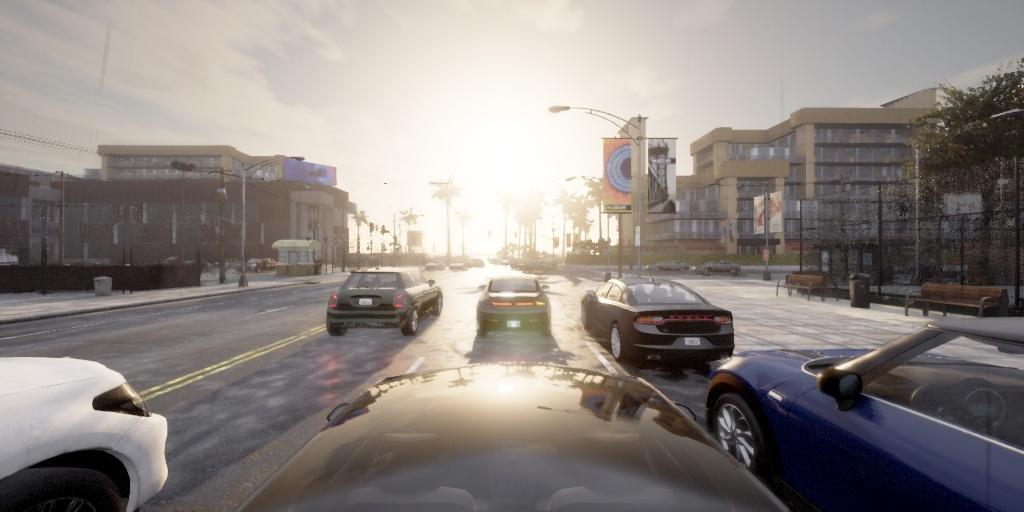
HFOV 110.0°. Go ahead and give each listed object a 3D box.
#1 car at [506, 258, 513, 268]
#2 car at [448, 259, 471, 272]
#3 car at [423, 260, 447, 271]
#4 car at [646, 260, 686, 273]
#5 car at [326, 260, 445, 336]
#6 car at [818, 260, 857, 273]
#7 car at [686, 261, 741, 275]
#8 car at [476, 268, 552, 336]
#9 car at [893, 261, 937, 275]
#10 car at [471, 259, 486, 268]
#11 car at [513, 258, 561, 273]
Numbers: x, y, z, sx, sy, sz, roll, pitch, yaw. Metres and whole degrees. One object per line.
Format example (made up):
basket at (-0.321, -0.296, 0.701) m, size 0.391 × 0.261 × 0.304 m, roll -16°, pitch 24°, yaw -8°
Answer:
car at (1.045, 1.351, 52.607) m, size 1.895 × 1.301 × 4.718 m, roll 0°, pitch 0°, yaw -15°
car at (-7.059, 1.297, 47.371) m, size 2.033 × 1.411 × 5.357 m, roll 0°, pitch 0°, yaw 1°
car at (-10.523, 1.297, 49.351) m, size 2.033 × 1.411 × 5.357 m, roll 0°, pitch 0°, yaw 1°
car at (18.435, 1.242, 42.480) m, size 4.902 × 1.511 × 2.128 m, roll 0°, pitch 0°, yaw 0°
car at (-3.441, 1.102, 10.594) m, size 2.097 × 1.767 × 4.553 m, roll 0°, pitch 0°, yaw 0°
car at (39.239, 1.243, 42.610) m, size 4.902 × 1.511 × 2.128 m, roll 0°, pitch 0°, yaw 0°
car at (22.188, 1.241, 38.994) m, size 4.902 × 1.511 × 2.128 m, roll 0°, pitch 0°, yaw -1°
car at (0.057, 1.255, 10.348) m, size 1.837 × 1.490 × 4.892 m, roll 0°, pitch 0°, yaw 0°
car at (43.572, 1.243, 39.111) m, size 4.902 × 1.511 × 2.128 m, roll 0°, pitch 0°, yaw 0°
car at (-6.080, 1.351, 61.326) m, size 1.895 × 1.301 × 4.718 m, roll 0°, pitch 0°, yaw 13°
car at (3.052, 1.241, 42.536) m, size 4.902 × 1.511 × 2.128 m, roll 0°, pitch 0°, yaw 36°
